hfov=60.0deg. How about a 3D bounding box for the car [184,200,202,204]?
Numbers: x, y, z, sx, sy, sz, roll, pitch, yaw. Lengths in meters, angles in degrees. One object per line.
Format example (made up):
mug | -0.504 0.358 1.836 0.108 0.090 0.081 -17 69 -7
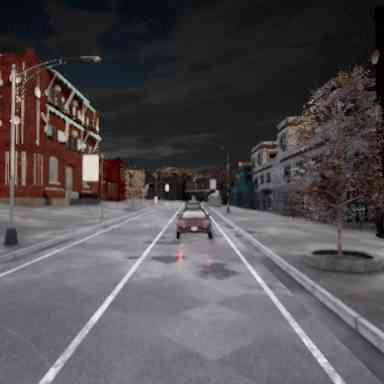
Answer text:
car | 0.121 1.659 39.029 2.128 1.511 4.902 0 0 0

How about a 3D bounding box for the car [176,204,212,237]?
car | 0.110 1.604 18.336 1.812 1.442 4.674 0 0 0
